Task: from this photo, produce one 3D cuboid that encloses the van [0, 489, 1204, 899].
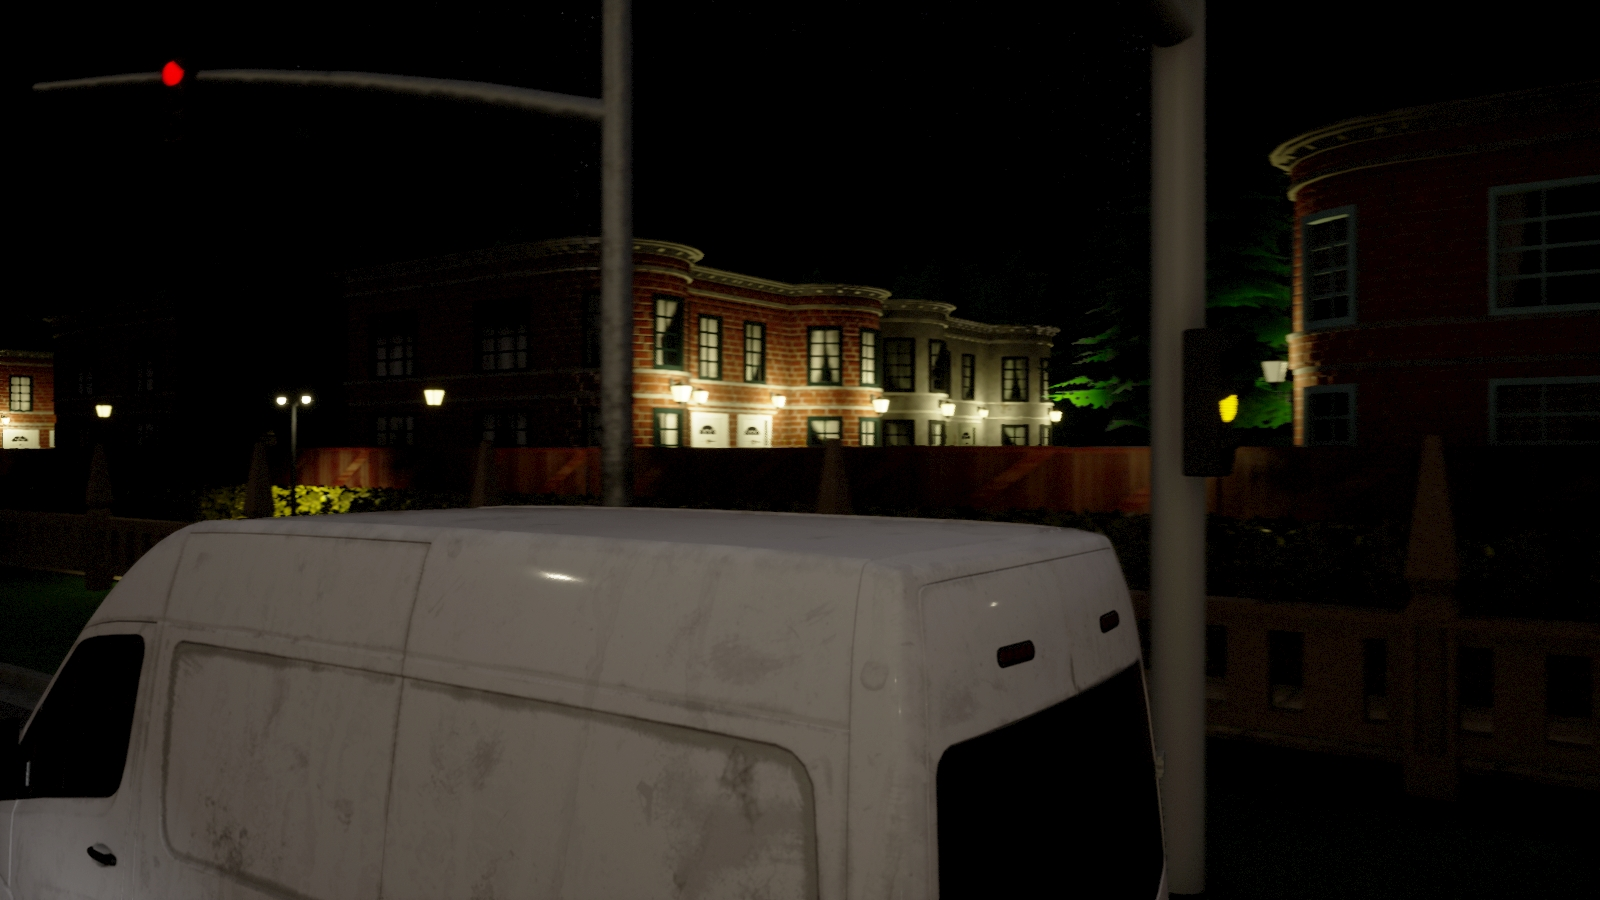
[{"bbox_3d":[-1.578,1.533,4.881,5.915,2.561,1.988,0,0,35],"label":"van"}]
